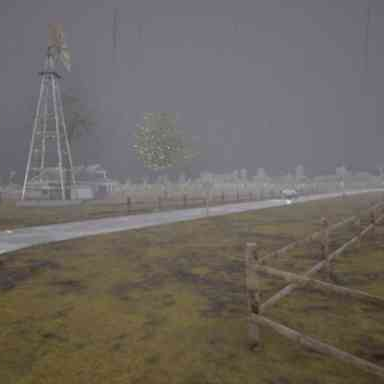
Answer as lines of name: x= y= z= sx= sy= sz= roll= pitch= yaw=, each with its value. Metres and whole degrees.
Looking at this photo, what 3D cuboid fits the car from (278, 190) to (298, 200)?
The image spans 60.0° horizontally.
car: x=14.353 y=0.367 z=49.619 sx=1.812 sy=1.442 sz=4.674 roll=-2 pitch=0 yaw=35
